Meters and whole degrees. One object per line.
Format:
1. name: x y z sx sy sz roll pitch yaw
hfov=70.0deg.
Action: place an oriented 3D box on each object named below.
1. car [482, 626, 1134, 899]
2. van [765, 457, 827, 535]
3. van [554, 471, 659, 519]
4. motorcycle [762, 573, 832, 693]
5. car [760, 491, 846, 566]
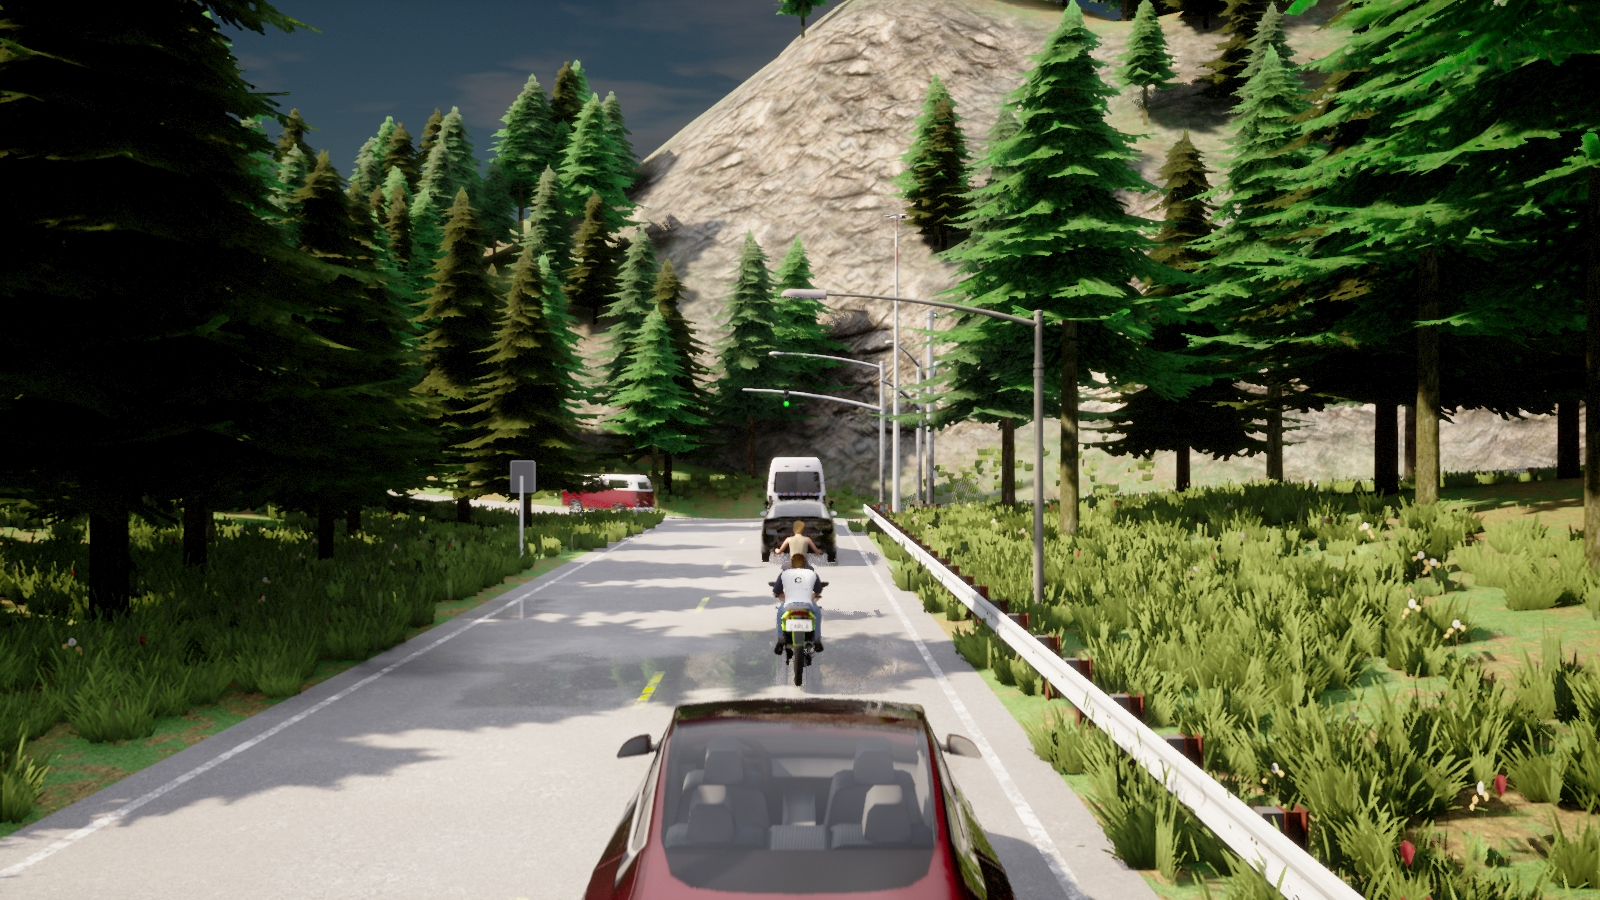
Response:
1. car: 0.025 2.065 6.190 2.163 1.488 4.792 0 0 0
2. van: -0.222 1.543 40.827 1.988 2.561 5.915 0 0 -2
3. van: -9.240 2.149 54.561 4.480 2.038 2.069 2 -2 25
4. motorcycle: -0.036 2.217 14.167 0.803 1.145 2.033 0 0 0
5. car: 0.072 1.989 30.312 2.097 1.638 5.238 0 0 0
